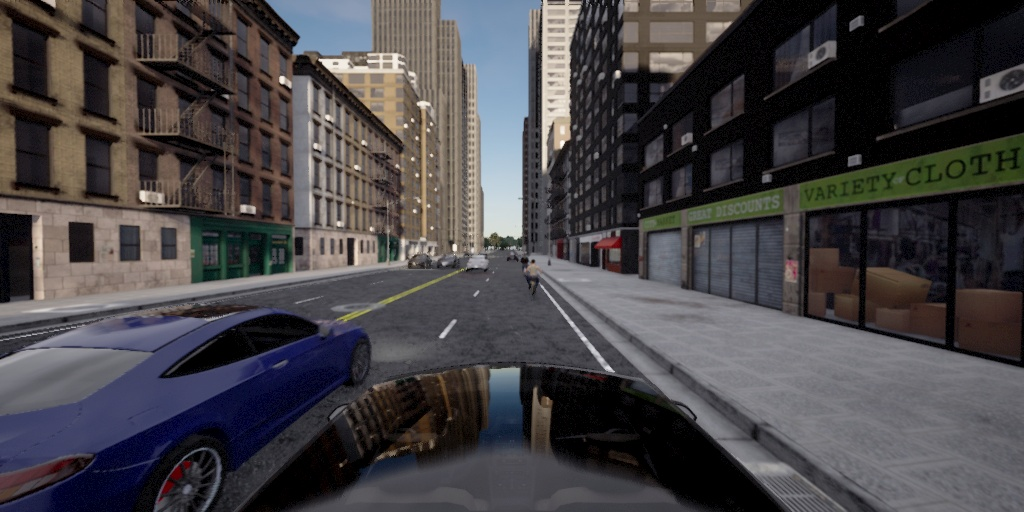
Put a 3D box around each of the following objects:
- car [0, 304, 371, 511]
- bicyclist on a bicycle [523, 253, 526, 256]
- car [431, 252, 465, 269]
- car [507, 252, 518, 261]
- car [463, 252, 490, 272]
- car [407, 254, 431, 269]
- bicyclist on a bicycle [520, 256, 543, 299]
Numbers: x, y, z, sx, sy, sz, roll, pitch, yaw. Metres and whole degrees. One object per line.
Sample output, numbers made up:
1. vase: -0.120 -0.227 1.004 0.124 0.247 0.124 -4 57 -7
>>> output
1. car: -3.148 1.235 3.796 1.812 1.442 4.674 0 1 0
2. bicyclist on a bicycle: 0.894 0.665 25.289 0.659 1.776 1.843 0 1 0
3. car: -6.592 0.551 37.411 2.128 1.511 4.902 0 1 0
4. car: 0.097 0.112 61.377 1.812 1.442 4.674 0 1 0
5. car: -3.150 0.658 33.690 1.812 1.442 4.674 0 1 0
6. car: -9.840 0.542 38.587 1.837 1.490 4.892 0 1 0
7. bicyclist on a bicycle: 0.875 0.930 14.973 0.866 1.612 1.509 0 1 0
